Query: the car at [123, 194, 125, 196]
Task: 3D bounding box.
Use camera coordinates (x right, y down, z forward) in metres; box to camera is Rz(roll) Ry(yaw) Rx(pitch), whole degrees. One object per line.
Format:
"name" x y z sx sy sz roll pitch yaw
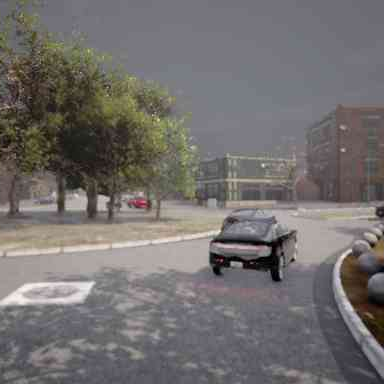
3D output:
"car" -14.597 1.994 84.397 4.553 1.767 2.185 0 0 -15

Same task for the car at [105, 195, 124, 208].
"car" -14.058 1.896 59.298 2.097 1.767 4.553 0 0 -26

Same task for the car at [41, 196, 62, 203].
"car" -35.273 1.926 83.576 4.553 1.767 2.185 0 0 -15

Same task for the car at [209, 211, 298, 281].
"car" 2.063 1.560 10.212 2.128 1.511 4.902 0 -1 24

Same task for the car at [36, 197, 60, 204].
"car" -33.849 2.053 78.250 5.008 1.535 2.097 0 0 -15

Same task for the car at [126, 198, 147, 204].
"car" -13.221 2.136 79.139 4.792 1.488 2.163 0 0 -15

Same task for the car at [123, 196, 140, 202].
"car" -16.800 1.982 92.446 4.553 1.767 2.185 0 0 -15

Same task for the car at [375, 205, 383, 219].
"car" 18.308 1.536 28.811 5.008 1.535 1.882 -2 0 -17

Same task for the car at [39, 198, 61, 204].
"car" -34.572 2.092 80.909 4.674 1.452 2.002 0 0 -15

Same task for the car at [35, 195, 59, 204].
"car" -33.083 1.924 75.596 4.553 1.767 2.185 0 0 -15

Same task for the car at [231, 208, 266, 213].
"car" 3.337 1.657 18.331 1.837 1.490 4.892 0 -1 32

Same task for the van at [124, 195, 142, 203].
"van" -15.507 1.895 87.163 4.442 1.987 1.878 0 0 -15

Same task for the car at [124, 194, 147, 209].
"car" -8.998 1.746 55.469 2.150 2.045 5.566 0 0 -29
